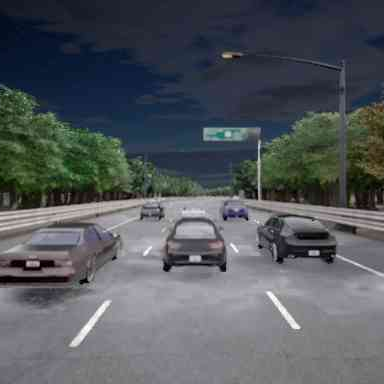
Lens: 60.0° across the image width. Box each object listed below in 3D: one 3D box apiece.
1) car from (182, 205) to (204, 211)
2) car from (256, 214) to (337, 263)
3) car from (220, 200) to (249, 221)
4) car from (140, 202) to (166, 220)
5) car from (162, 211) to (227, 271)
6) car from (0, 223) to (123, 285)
[{"bbox_3d":[0.103,1.756,27.915,1.895,1.301,4.718,0,0,0],"label":"car"},{"bbox_3d":[3.601,1.569,12.230,1.837,1.490,4.892,0,0,0],"label":"car"},{"bbox_3d":[3.603,1.515,29.206,2.097,1.767,4.553,0,0,0],"label":"car"},{"bbox_3d":[-3.396,1.656,29.450,2.128,1.511,4.902,0,0,0],"label":"car"},{"bbox_3d":[0.099,1.583,10.975,1.812,1.442,4.674,0,0,0],"label":"car"},{"bbox_3d":[-3.403,1.598,9.632,2.033,1.411,5.357,0,0,0],"label":"car"}]
